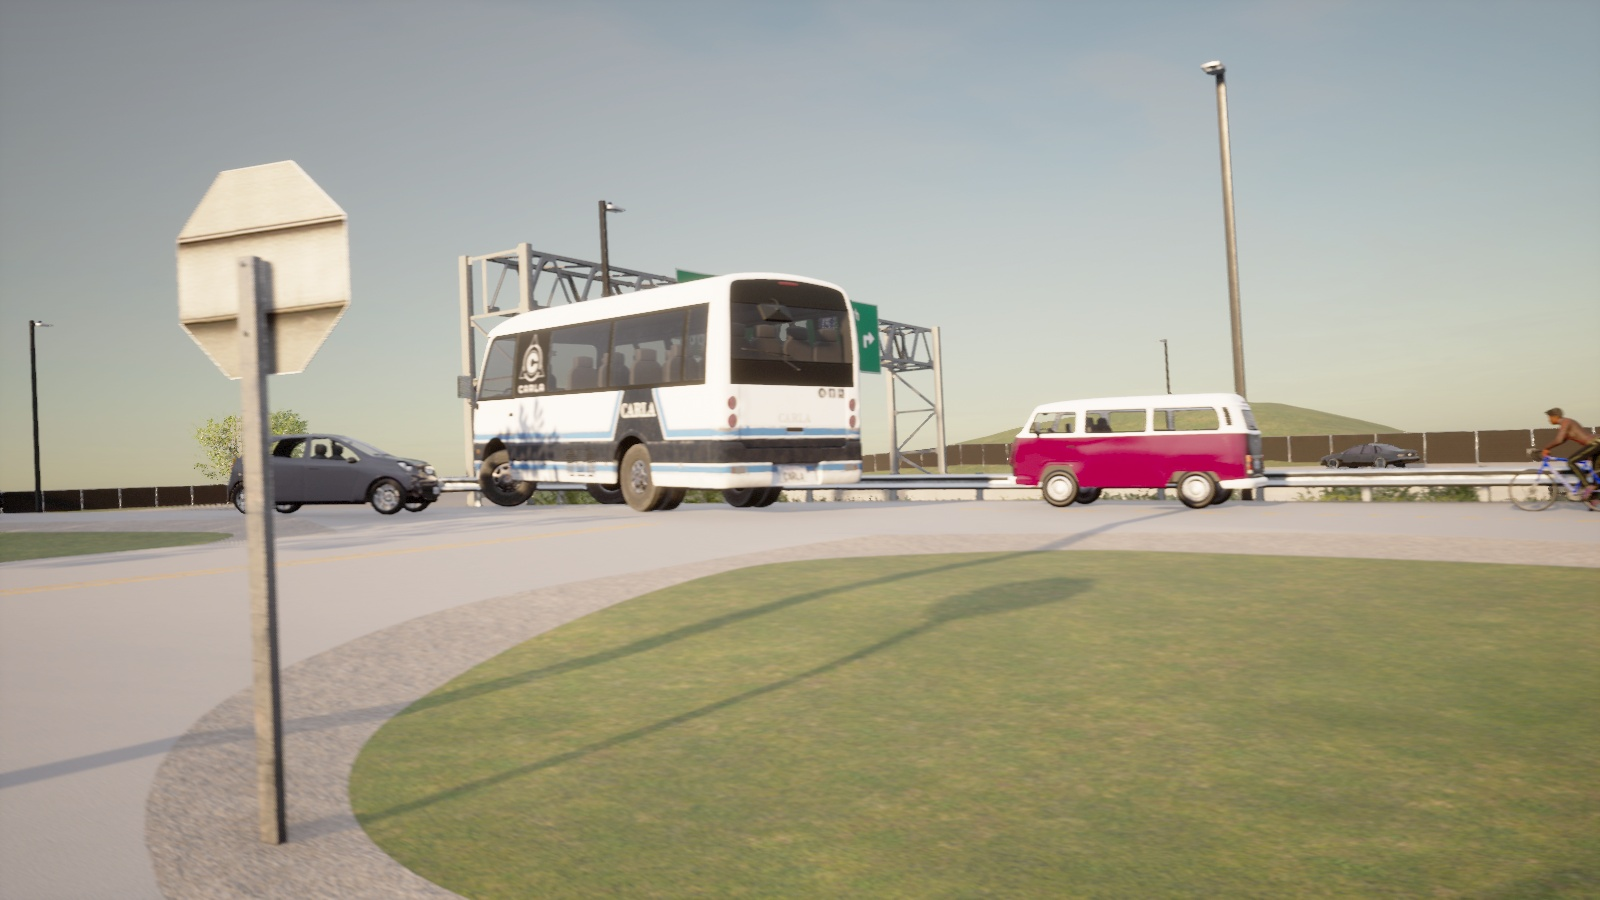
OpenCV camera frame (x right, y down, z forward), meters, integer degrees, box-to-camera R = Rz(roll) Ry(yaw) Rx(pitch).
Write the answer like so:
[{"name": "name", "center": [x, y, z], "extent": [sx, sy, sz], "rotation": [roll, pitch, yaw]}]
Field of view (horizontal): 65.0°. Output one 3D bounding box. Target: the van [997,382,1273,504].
[{"name": "van", "center": [6.157, -0.088, 23.179], "extent": [4.480, 2.038, 2.069], "rotation": [-2, 0, 29]}]

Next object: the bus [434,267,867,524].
[{"name": "bus", "center": [-3.570, -0.886, 26.044], "extent": [3.944, 4.253, 10.273], "rotation": [-2, 0, -39]}]

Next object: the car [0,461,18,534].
[{"name": "car", "center": [-17.262, 0.967, 23.323], "extent": [4.181, 1.385, 1.994], "rotation": [-2, -1, -2]}]

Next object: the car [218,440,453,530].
[{"name": "car", "center": [-8.548, 0.638, 23.330], "extent": [3.633, 1.501, 1.845], "rotation": [-2, -1, 2]}]

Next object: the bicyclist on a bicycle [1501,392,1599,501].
[{"name": "bicyclist on a bicycle", "center": [11.823, -0.046, 19.327], "extent": [1.656, 1.620, 0.582], "rotation": [-2, 0, 41]}]

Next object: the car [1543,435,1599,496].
[{"name": "car", "center": [22.193, 0.314, 32.927], "extent": [4.514, 1.525, 2.007], "rotation": [-4, -1, 33]}]

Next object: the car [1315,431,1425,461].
[{"name": "car", "center": [32.069, -0.199, 70.801], "extent": [2.033, 1.411, 5.357], "rotation": [-3, 0, -30]}]
